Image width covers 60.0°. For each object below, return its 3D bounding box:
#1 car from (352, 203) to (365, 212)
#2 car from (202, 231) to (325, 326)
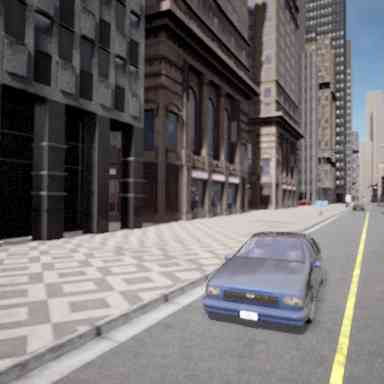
[{"bbox_3d":[28.853,2.576,57.479,1.882,1.535,5.008,0,-1,28],"label":"car"},{"bbox_3d":[2.063,1.669,7.847,2.033,1.411,5.357,0,-1,25],"label":"car"}]
